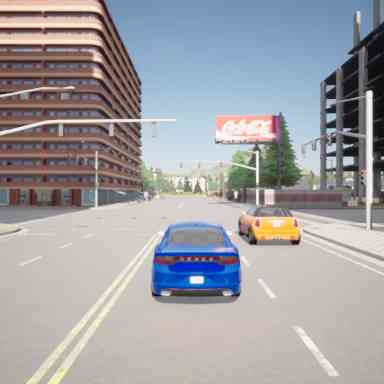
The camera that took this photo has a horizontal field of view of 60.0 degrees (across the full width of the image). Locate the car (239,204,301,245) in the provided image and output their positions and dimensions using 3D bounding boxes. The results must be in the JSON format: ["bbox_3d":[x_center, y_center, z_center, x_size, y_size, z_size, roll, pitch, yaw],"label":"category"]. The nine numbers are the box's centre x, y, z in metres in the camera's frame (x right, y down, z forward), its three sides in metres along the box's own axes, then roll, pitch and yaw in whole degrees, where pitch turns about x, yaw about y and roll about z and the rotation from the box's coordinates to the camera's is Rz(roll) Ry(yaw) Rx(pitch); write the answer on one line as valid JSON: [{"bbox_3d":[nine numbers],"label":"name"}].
[{"bbox_3d":[3.473,1.351,15.727,2.097,1.767,4.553,0,0,0],"label":"car"}]

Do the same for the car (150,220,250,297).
[{"bbox_3d":[0.085,1.477,8.639,1.882,1.535,5.008,0,0,0],"label":"car"}]
